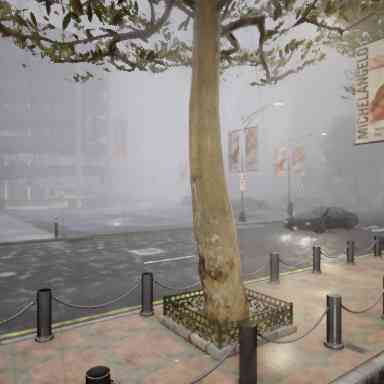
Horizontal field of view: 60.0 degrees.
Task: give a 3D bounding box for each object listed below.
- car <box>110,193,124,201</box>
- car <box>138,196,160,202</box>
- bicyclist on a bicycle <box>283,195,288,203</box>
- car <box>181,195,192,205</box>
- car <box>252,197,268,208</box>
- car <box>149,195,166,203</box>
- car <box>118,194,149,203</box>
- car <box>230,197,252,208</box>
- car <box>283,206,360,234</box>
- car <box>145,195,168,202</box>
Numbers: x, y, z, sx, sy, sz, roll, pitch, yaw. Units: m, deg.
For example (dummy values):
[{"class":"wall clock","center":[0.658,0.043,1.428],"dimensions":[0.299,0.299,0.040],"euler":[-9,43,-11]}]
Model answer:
[{"class":"car","center":[-18.822,1.545,77.848],"dimensions":[4.718,1.301,1.895],"euler":[0,0,11]},{"class":"car","center":[-9.545,1.524,74.225],"dimensions":[4.674,1.442,1.812],"euler":[0,0,26]},{"class":"bicyclist on a bicycle","center":[17.569,1.300,62.357],"dimensions":[1.656,1.620,0.582],"euler":[0,0,-36]},{"class":"car","center":[0.180,1.354,55.548],"dimensions":[2.097,1.767,4.553],"euler":[0,0,-38]},{"class":"car","center":[8.972,1.478,49.531],"dimensions":[1.882,1.535,5.008],"euler":[0,0,-37]},{"class":"car","center":[-7.739,1.495,69.022],"dimensions":[4.902,1.511,2.128],"euler":[0,0,37]},{"class":"car","center":[-11.868,1.548,67.403],"dimensions":[5.357,1.411,2.033],"euler":[0,0,32]},{"class":"car","center":[5.665,1.547,48.140],"dimensions":[2.033,1.411,5.357],"euler":[0,0,-36]},{"class":"car","center":[7.632,1.547,19.269],"dimensions":[5.357,1.411,2.033],"euler":[0,0,-37]},{"class":"car","center":[-8.332,1.525,77.525],"dimensions":[4.902,1.511,2.128],"euler":[0,0,26]}]
